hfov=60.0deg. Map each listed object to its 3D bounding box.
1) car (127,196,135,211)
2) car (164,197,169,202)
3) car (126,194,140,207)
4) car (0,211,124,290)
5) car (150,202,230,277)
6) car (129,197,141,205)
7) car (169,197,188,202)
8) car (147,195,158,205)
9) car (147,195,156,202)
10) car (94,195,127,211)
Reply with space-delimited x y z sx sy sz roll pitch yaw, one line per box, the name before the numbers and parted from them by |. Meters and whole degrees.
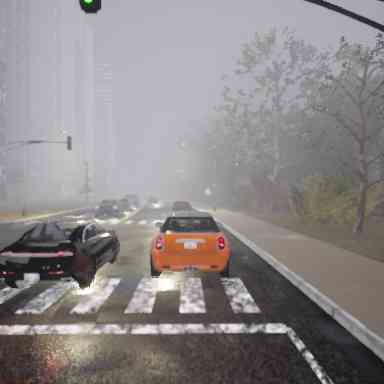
car | -8.461 1.571 41.185 1.837 1.490 4.892 0 0 -5
car | -4.252 1.681 63.544 1.895 1.301 4.718 0 0 -8
car | -9.359 1.296 51.512 2.150 2.045 5.566 0 0 -6
car | -3.304 1.511 9.176 2.128 1.511 4.902 0 0 -1
car | -0.087 1.371 10.477 2.097 1.767 4.553 0 0 -1
car | -10.592 1.631 61.899 2.033 1.411 5.357 0 0 -7
car | -1.038 1.529 31.714 1.882 1.535 5.008 0 0 -4
car | -7.419 1.559 62.715 1.882 1.535 5.008 0 0 -7
car | -8.871 1.399 73.075 1.882 1.535 5.008 0 0 -8
car | -7.720 1.407 31.258 2.097 1.767 4.553 0 0 -4
